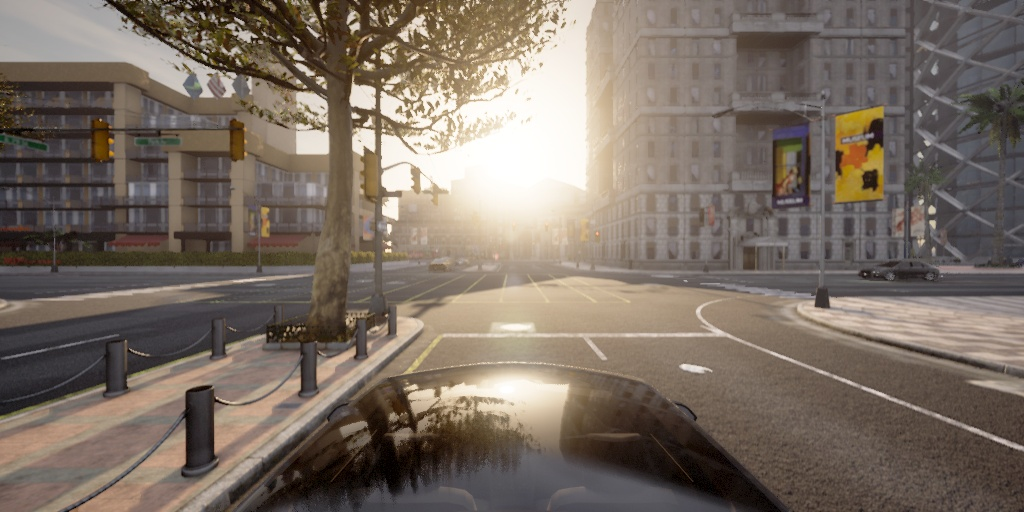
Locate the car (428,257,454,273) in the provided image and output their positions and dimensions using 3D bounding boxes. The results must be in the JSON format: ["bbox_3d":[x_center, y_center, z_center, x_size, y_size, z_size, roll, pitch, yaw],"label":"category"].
[{"bbox_3d":[-7.925,0.991,39.727,1.882,1.535,5.008,0,0,0],"label":"car"}]

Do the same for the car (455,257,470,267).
[{"bbox_3d":[-7.933,0.896,57.547,2.128,1.511,4.902,0,0,1],"label":"car"}]

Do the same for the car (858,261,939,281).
[{"bbox_3d":[29.002,1.099,26.964,4.892,1.490,1.837,0,0,0],"label":"car"}]
